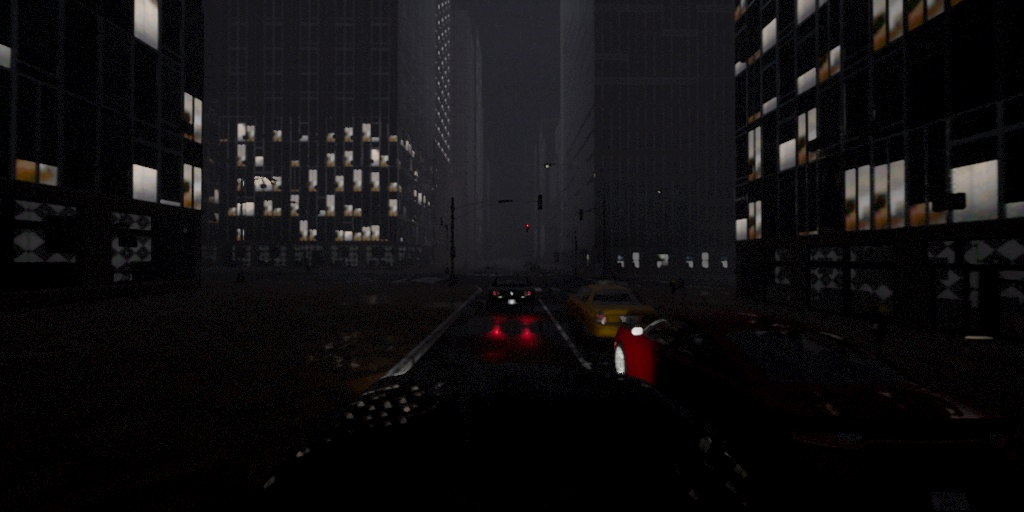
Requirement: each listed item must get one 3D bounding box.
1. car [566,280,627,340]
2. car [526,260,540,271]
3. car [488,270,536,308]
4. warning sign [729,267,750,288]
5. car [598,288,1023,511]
[{"bbox_3d":[2.561,1.351,10.048,1.751,1.417,4.829,0,0,0],"label":"car"},{"bbox_3d":[3.839,1.879,60.980,1.948,1.339,4.313,0,0,0],"label":"car"},{"bbox_3d":[-0.010,1.483,15.953,1.895,1.301,4.718,0,0,0],"label":"car"},{"bbox_3d":[17.249,1.440,27.203,1.060,1.860,1.300,0,0,-3],"label":"warning sign"},{"bbox_3d":[2.564,1.319,4.327,1.888,1.381,4.507,0,0,0],"label":"car"}]
